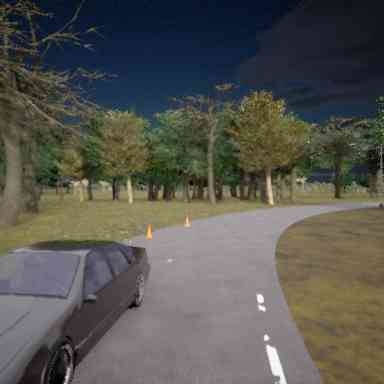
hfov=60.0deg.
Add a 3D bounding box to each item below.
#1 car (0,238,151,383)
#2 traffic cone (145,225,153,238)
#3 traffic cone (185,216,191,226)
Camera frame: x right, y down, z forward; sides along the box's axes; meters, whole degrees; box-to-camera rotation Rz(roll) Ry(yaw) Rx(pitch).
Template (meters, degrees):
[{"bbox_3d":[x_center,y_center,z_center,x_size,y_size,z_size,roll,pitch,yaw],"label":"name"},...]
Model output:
[{"bbox_3d":[-2.037,1.503,5.171,2.033,1.411,5.357,0,0,7],"label":"car"},{"bbox_3d":[-1.996,1.839,15.509,0.340,0.580,0.340,1,1,17],"label":"traffic cone"},{"bbox_3d":[-0.291,1.791,20.439,0.340,0.580,0.340,1,1,22],"label":"traffic cone"}]
